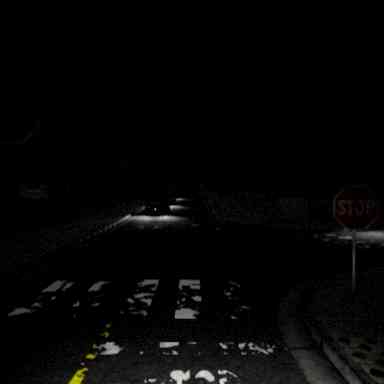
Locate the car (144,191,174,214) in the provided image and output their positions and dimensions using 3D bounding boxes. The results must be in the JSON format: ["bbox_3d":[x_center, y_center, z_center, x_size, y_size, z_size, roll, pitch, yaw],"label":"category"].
[{"bbox_3d":[-2.835,0.997,28.068,1.837,1.490,4.892,0,2,0],"label":"car"}]

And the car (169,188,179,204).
[{"bbox_3d":[-2.833,0.663,38.125,1.812,1.442,4.674,0,2,0],"label":"car"}]
